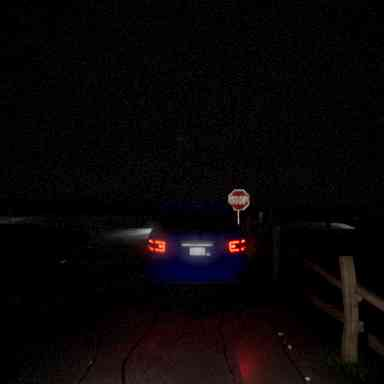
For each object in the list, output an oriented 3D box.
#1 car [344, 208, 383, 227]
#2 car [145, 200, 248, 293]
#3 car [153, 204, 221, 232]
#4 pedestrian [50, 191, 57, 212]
[{"bbox_3d":[14.837,1.971,25.826,5.357,1.411,2.033,2,3,0],"label":"car"},{"bbox_3d":[0.084,1.213,8.965,2.150,2.045,5.566,0,0,0],"label":"car"},{"bbox_3d":[-0.235,1.530,21.132,1.994,1.385,4.181,1,1,42],"label":"car"},{"bbox_3d":[-12.077,0.774,28.922,0.375,1.860,0.375,0,1,0],"label":"pedestrian"}]
